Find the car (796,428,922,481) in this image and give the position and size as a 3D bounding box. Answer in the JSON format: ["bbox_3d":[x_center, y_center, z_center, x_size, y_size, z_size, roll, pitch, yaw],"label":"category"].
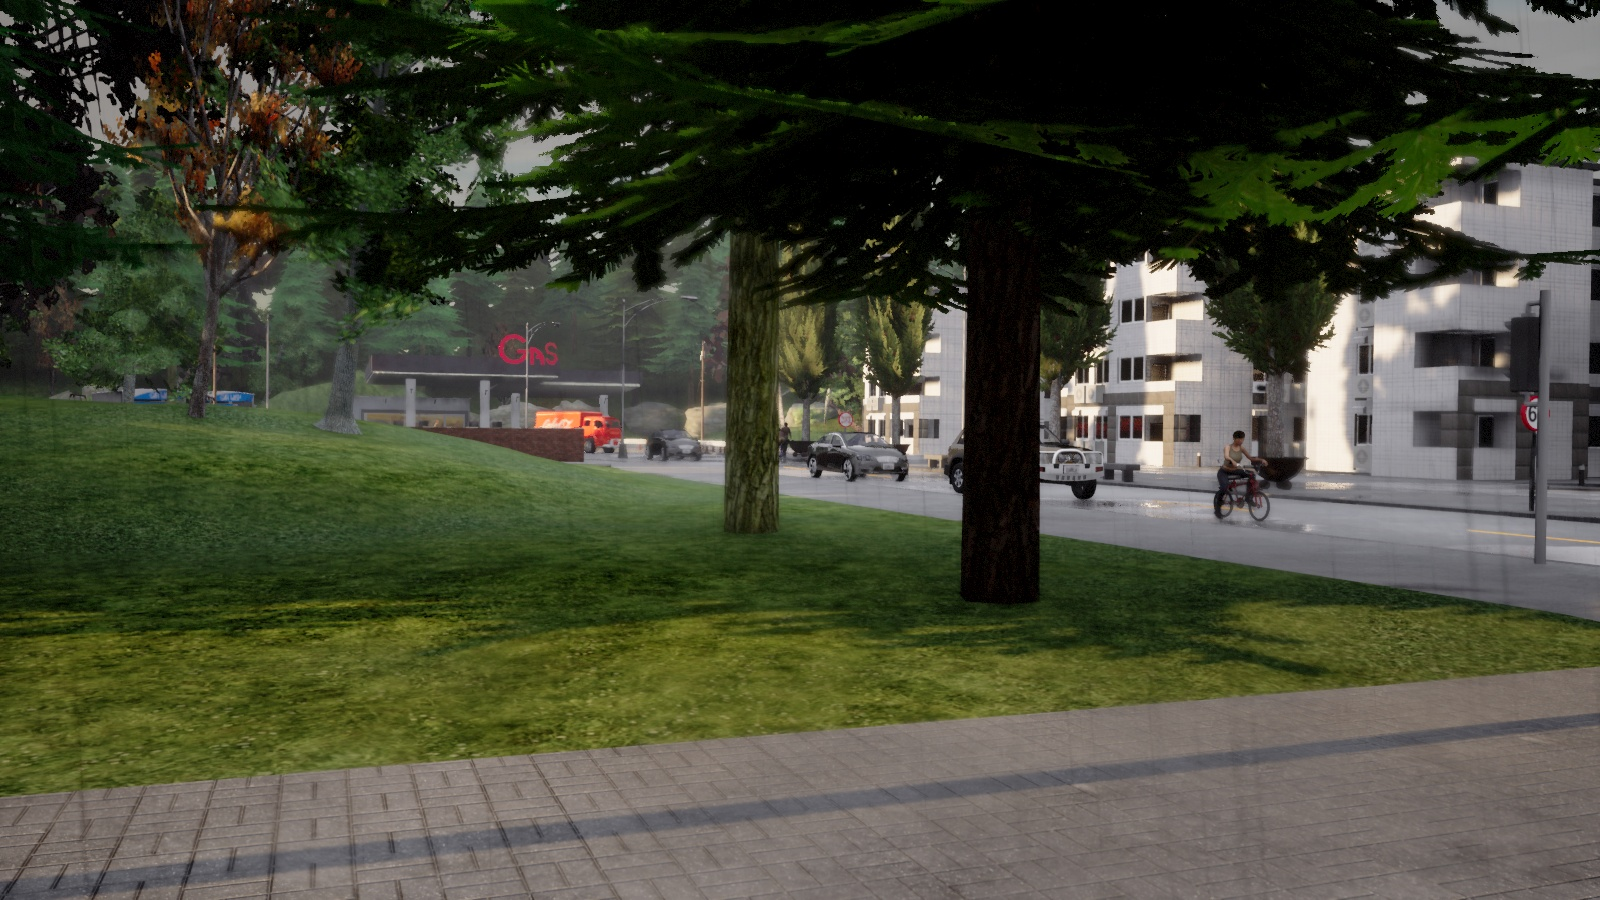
[{"bbox_3d":[1.742,0.098,39.186,2.128,1.511,4.902,-1,1,-21],"label":"car"}]

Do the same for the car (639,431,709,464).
[{"bbox_3d":[-6.040,-0.153,59.749,2.128,1.511,4.902,-1,1,-21],"label":"car"}]

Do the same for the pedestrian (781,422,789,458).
[{"bbox_3d":[-0.760,-0.516,63.414,0.328,1.805,0.869,-1,1,1],"label":"pedestrian"}]

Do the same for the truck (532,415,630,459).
[{"bbox_3d":[-12.916,-0.753,73.992,5.204,2.467,2.627,0,0,30],"label":"truck"}]

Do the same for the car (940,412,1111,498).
[{"bbox_3d":[5.250,0.071,29.922,1.932,1.855,4.605,-1,1,-21],"label":"car"}]

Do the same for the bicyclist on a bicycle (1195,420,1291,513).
[{"bbox_3d":[8.000,0.278,22.736,0.866,1.612,1.509,-1,1,-20],"label":"bicyclist on a bicycle"}]
